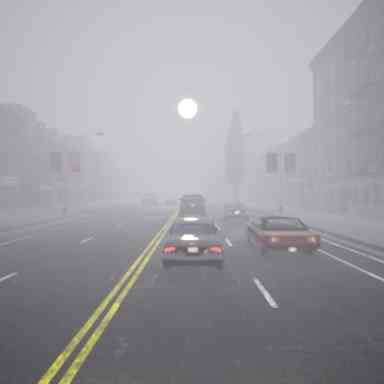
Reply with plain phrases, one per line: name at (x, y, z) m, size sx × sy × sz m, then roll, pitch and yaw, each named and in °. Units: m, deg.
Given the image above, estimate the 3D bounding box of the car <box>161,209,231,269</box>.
car at (0.042, 1.538, 11.106) m, size 2.033 × 1.411 × 5.357 m, roll 0°, pitch 0°, yaw 0°

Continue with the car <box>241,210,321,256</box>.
car at (3.309, 1.587, 13.106) m, size 1.895 × 1.301 × 4.718 m, roll 0°, pitch 0°, yaw 0°

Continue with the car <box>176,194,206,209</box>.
car at (0.065, 1.156, 28.845) m, size 2.150 × 2.045 × 5.566 m, roll 0°, pitch 1°, yaw 0°

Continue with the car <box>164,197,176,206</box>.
car at (-3.331, 1.520, 52.648) m, size 1.895 × 1.301 × 4.718 m, roll 0°, pitch 0°, yaw 0°

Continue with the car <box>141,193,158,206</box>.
car at (-6.582, 1.140, 52.272) m, size 2.150 × 2.045 × 5.566 m, roll 0°, pitch 0°, yaw 0°

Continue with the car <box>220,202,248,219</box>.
car at (3.290, 1.490, 26.080) m, size 2.033 × 1.411 × 5.357 m, roll 0°, pitch 0°, yaw 0°
